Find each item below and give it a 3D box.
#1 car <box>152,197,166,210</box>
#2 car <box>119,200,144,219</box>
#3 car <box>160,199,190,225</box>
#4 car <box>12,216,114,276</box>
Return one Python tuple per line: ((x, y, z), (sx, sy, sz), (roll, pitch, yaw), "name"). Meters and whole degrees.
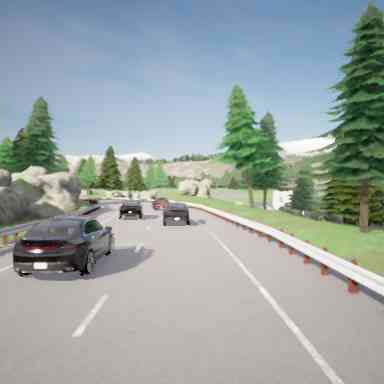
((-4.049, 1.437, 42.429), (2.033, 1.649, 4.856), (0, 0, -12), "car")
((-5.342, 1.487, 29.538), (1.882, 1.535, 5.008), (0, 0, -7), "car")
((-1.207, 1.507, 24.129), (1.837, 1.490, 4.892), (0, 0, -6), "car")
((-3.716, 1.511, 10.357), (1.837, 1.490, 4.892), (0, 0, -2), "car")
